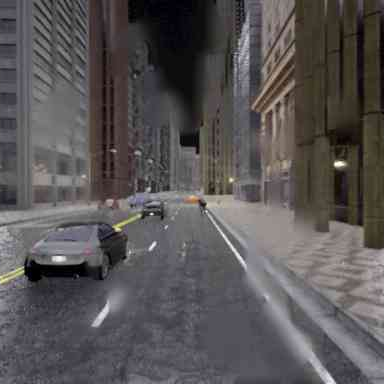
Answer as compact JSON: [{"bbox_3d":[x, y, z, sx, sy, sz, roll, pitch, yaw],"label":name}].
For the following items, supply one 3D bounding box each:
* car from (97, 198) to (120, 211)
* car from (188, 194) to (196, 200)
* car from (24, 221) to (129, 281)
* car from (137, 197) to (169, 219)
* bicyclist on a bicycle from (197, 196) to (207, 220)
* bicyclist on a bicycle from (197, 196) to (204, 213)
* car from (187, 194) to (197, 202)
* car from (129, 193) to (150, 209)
[{"bbox_3d":[-9.838,1.456,39.464,1.812,1.442,4.674,0,0,0],"label":"car"},{"bbox_3d":[-0.016,1.181,84.119,2.128,1.511,4.902,0,0,0],"label":"car"},{"bbox_3d":[-3.152,1.557,9.890,1.994,1.385,4.181,0,0,0],"label":"car"},{"bbox_3d":[-3.157,1.473,28.474,1.837,1.490,4.892,0,0,0],"label":"car"},{"bbox_3d":[0.888,1.343,26.533,0.659,1.776,1.843,0,0,0],"label":"bicyclist on a bicycle"},{"bbox_3d":[0.887,1.316,35.528,0.659,1.776,1.843,0,0,0],"label":"bicyclist on a bicycle"},{"bbox_3d":[0.018,1.115,69.484,2.097,1.767,4.553,0,0,1],"label":"car"},{"bbox_3d":[-6.574,1.135,43.034,2.150,2.045,5.566,0,0,0],"label":"car"}]
